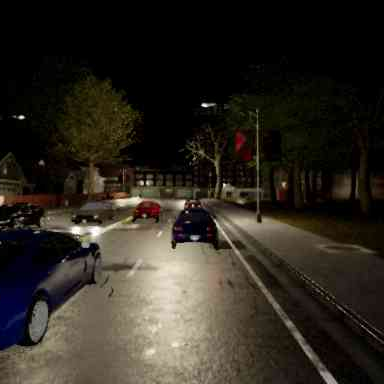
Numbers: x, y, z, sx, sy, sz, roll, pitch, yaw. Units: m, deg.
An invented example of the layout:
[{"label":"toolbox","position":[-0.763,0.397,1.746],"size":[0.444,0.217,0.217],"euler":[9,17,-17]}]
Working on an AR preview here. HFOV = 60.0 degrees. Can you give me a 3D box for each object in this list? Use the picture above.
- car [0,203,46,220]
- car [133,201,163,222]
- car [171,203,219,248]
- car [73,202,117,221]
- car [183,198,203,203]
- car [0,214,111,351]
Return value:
[{"label":"car","position":[-9.847,1.381,18.483],"size":[1.837,1.490,4.892],"euler":[0,0,0]},{"label":"car","position":[-3.152,1.369,24.363],"size":[1.812,1.442,4.674],"euler":[0,0,0]},{"label":"car","position":[0.098,1.428,14.119],"size":[1.812,1.442,4.674],"euler":[0,0,0]},{"label":"car","position":[-6.592,1.398,23.051],"size":[2.033,1.411,5.357],"euler":[0,0,0]},{"label":"car","position":[0.095,1.346,33.388],"size":[2.033,1.411,5.357],"euler":[0,0,0]},{"label":"car","position":[-3.149,1.432,6.252],"size":[1.882,1.535,5.008],"euler":[0,0,0]}]
